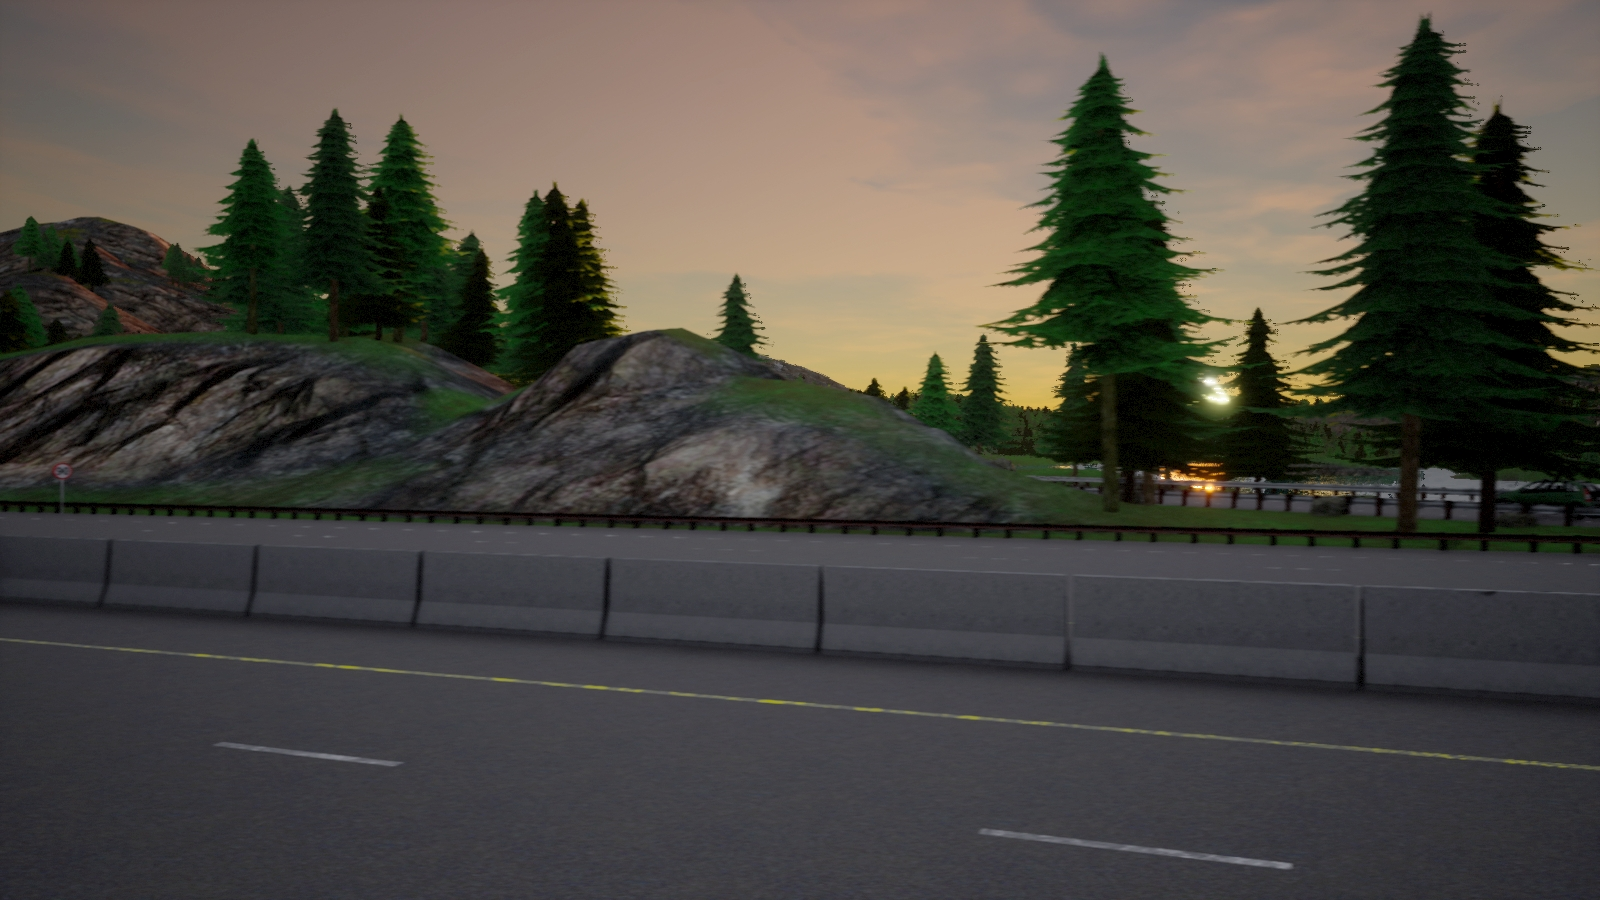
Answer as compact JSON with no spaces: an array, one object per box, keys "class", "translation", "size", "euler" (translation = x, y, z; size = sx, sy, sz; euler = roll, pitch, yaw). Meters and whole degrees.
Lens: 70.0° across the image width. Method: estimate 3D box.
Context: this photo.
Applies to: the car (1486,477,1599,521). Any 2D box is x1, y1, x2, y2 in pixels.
[{"class":"car","translation":[31.112,2.003,47.514],"size":[1.851,1.617,3.988],"euler":[0,0,-32]}]
